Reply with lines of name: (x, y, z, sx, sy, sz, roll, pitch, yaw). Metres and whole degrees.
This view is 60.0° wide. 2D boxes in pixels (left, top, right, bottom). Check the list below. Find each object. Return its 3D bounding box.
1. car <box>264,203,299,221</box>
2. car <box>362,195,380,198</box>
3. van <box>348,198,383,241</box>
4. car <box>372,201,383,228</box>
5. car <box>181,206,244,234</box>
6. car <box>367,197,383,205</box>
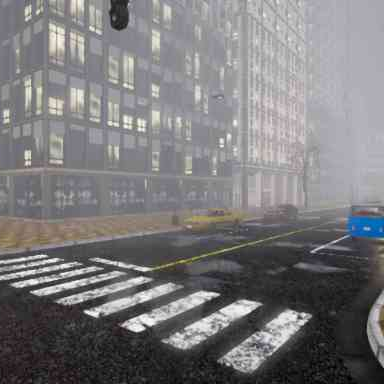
car: (7.433, 1.597, 27.336, 1.802, 1.307, 4.206, 0, 0, 38)
car: (31.179, 1.375, 58.207, 2.192, 1.841, 5.009, 0, 0, 38)
van: (8.719, 1.366, 15.900, 1.690, 1.788, 3.998, 0, 0, 38)
car: (13.679, 1.470, 22.531, 1.967, 1.590, 4.097, 0, 0, 38)
car: (1.328, 1.534, 19.611, 1.752, 1.417, 4.829, 0, 0, 38)
car: (34.571, 1.619, 62.617, 2.008, 1.369, 4.403, 0, 0, 38)
